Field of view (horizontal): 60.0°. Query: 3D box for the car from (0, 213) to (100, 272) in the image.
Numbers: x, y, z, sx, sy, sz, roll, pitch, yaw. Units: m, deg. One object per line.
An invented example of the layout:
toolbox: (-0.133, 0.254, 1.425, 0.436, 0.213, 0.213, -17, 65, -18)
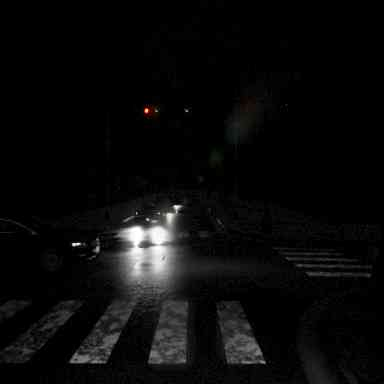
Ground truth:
car: (-5.273, 1.407, 9.917, 4.902, 1.511, 2.128, 1, 1, 0)

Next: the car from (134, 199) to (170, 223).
car: (-2.869, 1.425, 23.682, 1.895, 1.301, 4.718, 0, 1, 0)

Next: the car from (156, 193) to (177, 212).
car: (-2.875, 1.170, 33.794, 1.837, 1.490, 4.892, 0, 1, 0)

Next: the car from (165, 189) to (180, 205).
car: (-2.871, 0.662, 46.574, 2.150, 2.045, 5.566, 0, 1, 0)
